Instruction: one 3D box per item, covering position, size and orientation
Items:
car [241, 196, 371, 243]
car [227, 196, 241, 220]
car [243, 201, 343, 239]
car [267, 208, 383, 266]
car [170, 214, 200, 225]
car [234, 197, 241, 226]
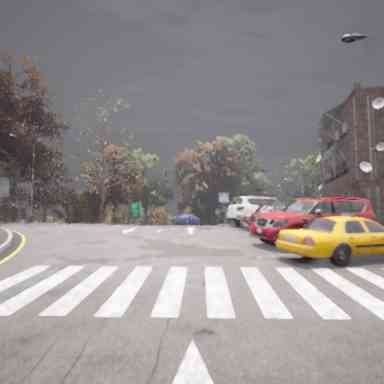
[{"bbox_3d":[5.278,1.239,14.283,5.566,2.045,2.435,1,0,-21],"label":"car"},{"bbox_3d":[5.167,1.398,23.310,5.566,2.045,2.435,2,-5,-20],"label":"car"},{"bbox_3d":[5.241,1.366,17.333,4.553,1.767,2.185,1,-1,-21],"label":"car"},{"bbox_3d":[5.492,1.489,11.334,5.366,1.575,1.946,1,0,-20],"label":"car"},{"bbox_3d":[-0.708,3.207,37.727,1.882,1.535,5.008,-3,-8,25],"label":"car"},{"bbox_3d":[5.257,1.405,20.358,4.553,1.767,2.185,2,-3,-21],"label":"car"}]
